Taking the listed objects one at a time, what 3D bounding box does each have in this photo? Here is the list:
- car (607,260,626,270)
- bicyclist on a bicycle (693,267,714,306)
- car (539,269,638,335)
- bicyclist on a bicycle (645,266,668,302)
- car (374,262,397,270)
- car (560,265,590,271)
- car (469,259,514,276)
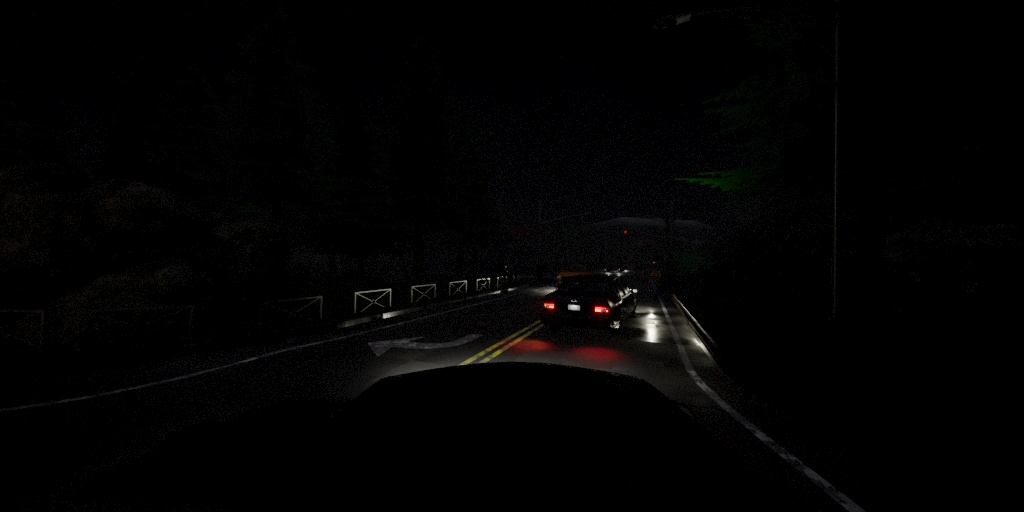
[{"bbox_3d":[17.196,1.690,59.776,2.150,2.045,5.566,1,-1,21],"label":"car"},{"bbox_3d":[8.086,1.303,15.102,1.656,1.620,0.582,1,0,-34],"label":"bicyclist on a bicycle"},{"bbox_3d":[2.447,1.250,10.358,2.033,1.411,5.357,1,-1,25],"label":"car"},{"bbox_3d":[6.661,1.290,16.505,1.656,1.620,0.582,1,-1,-31],"label":"bicyclist on a bicycle"},{"bbox_3d":[-17.462,1.508,49.782,4.181,1.385,1.994,1,-1,22],"label":"car"},{"bbox_3d":[4.569,1.373,25.327,1.882,1.535,5.008,1,-1,22],"label":"car"},{"bbox_3d":[-2.597,1.356,44.131,5.566,2.045,2.150,1,-1,20],"label":"car"}]
